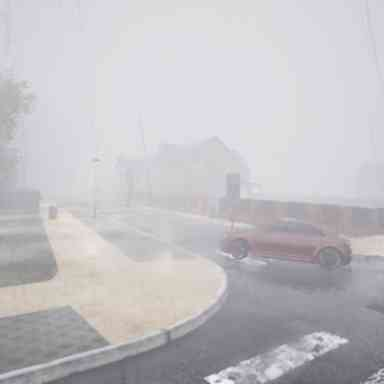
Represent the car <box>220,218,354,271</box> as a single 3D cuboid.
[{"bbox_3d":[3.089,1.564,11.098,4.181,1.385,1.994,2,1,22],"label":"car"}]
